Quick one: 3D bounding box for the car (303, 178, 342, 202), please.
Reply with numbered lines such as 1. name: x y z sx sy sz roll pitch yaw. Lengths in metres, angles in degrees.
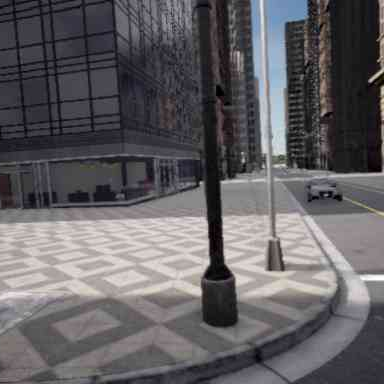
1. car: 8.319 -0.159 21.493 1.994 1.385 4.181 -2 4 13
